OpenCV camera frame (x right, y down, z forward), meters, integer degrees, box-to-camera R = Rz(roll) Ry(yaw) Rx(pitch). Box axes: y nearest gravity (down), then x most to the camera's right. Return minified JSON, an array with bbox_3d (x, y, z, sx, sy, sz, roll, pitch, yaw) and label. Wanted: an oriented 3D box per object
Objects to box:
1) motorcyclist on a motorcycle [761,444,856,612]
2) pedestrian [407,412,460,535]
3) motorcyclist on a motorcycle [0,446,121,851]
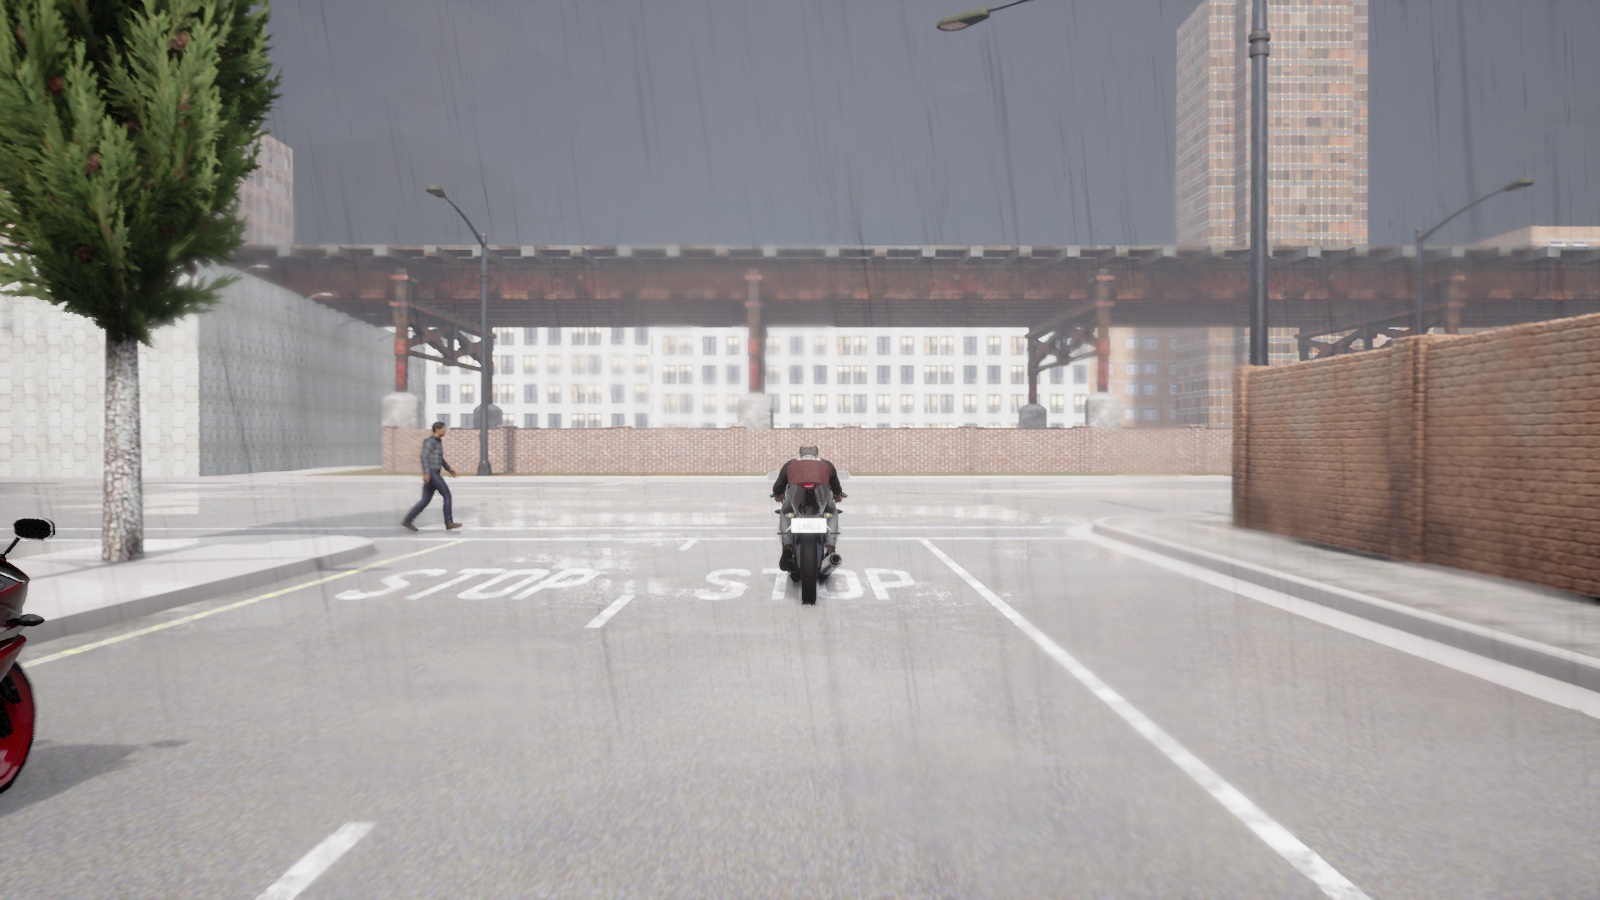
[{"bbox_3d":[0.087,0.711,12.559,0.866,1.530,2.191,0,0,0],"label":"motorcyclist on a motorcycle"},{"bbox_3d":[-5.905,0.373,20.257,0.788,1.949,0.423,0,0,-13],"label":"pedestrian"},{"bbox_3d":[-3.459,0.753,4.491,0.866,1.530,2.191,0,0,0],"label":"motorcyclist on a motorcycle"}]
